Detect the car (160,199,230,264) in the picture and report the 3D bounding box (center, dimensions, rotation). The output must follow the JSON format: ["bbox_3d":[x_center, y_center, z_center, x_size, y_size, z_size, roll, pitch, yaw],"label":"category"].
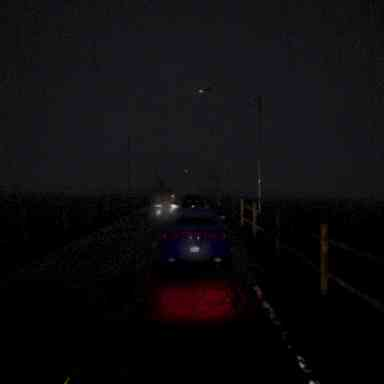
[{"bbox_3d":[0.081,1.212,10.749,1.882,1.535,5.008,0,2,0],"label":"car"}]

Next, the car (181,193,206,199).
[{"bbox_3d":[0.090,0.820,28.106,1.837,1.490,4.892,0,1,0],"label":"car"}]

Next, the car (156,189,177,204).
[{"bbox_3d":[-2.840,0.442,37.510,2.097,1.767,4.553,0,1,0],"label":"car"}]
